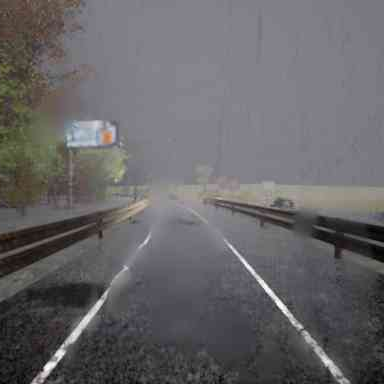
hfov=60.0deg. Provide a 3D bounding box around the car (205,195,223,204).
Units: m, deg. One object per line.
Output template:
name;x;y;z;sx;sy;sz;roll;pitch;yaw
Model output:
car;3.881;1.274;60.759;2.097;1.767;4.553;0;0;-19

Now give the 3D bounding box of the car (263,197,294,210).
car;10.532;1.362;40.921;2.128;1.511;4.902;0;0;-19

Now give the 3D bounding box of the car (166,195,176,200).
car;-5.684;1.469;89.305;1.882;1.535;5.008;0;0;-19
